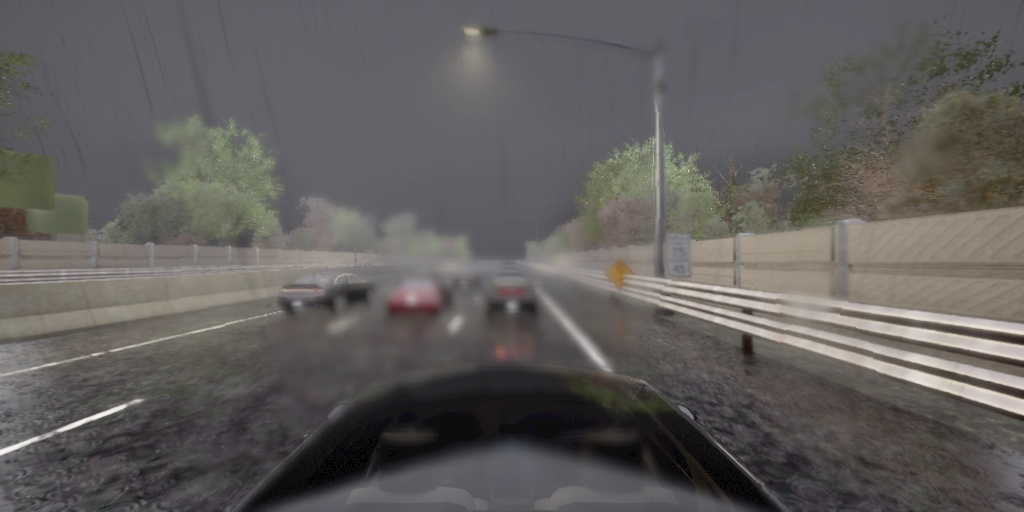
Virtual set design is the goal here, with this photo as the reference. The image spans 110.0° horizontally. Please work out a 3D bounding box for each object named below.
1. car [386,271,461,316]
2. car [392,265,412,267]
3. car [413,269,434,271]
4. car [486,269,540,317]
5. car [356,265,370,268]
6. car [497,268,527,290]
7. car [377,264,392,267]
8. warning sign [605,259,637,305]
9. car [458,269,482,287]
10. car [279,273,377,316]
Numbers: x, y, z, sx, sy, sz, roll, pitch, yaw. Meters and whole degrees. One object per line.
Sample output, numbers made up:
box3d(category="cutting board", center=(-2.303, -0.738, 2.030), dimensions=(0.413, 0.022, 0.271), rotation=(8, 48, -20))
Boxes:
box3d(category="car", center=(-3.458, 1.487, 14.403), dimensions=(1.994, 1.385, 4.181), rotation=(0, -1, 0))
box3d(category="car", center=(-17.546, 2.112, 59.406), dimensions=(2.033, 1.411, 5.357), rotation=(0, -1, 1))
box3d(category="car", center=(-6.972, 1.720, 28.558), dimensions=(1.895, 1.301, 4.718), rotation=(0, -1, 0))
box3d(category="car", center=(0.037, 1.423, 14.057), dimensions=(1.837, 1.490, 4.892), rotation=(0, -1, 1))
box3d(category="car", center=(-24.548, 2.124, 59.191), dimensions=(1.994, 1.385, 4.181), rotation=(0, -1, 1))
box3d(category="car", center=(0.013, 1.645, 27.001), dimensions=(2.033, 1.411, 5.357), rotation=(0, -1, 0))
box3d(category="car", center=(-21.050, 2.066, 59.260), dimensions=(1.837, 1.490, 4.892), rotation=(0, -1, 1))
box3d(category="warning sign", center=(4.546, 1.046, 14.946), dimensions=(1.300, 1.860, 1.060), rotation=(0, 0, 0))
box3d(category="car", center=(-3.472, 1.720, 28.552), dimensions=(1.895, 1.301, 4.718), rotation=(0, -1, 1))
box3d(category="car", center=(-6.962, 1.411, 14.173), dimensions=(2.128, 1.511, 4.902), rotation=(0, -1, 1))
